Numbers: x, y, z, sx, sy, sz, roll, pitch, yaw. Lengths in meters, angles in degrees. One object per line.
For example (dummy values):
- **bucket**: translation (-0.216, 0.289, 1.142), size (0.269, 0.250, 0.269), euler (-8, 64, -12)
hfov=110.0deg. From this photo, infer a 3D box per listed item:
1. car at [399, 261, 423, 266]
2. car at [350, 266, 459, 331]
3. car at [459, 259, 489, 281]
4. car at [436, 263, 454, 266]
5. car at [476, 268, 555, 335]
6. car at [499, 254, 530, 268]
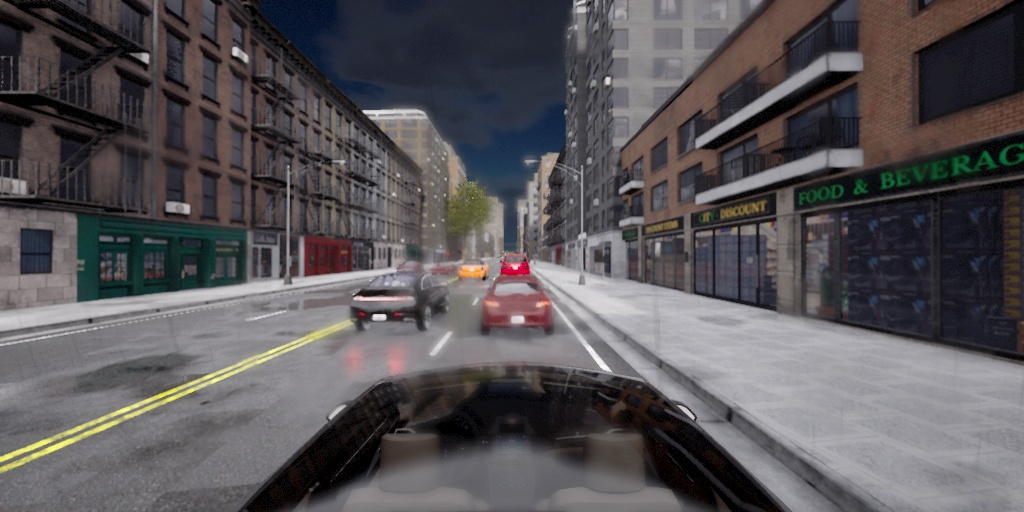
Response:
- **car**: translation (-9.692, 1.193, 34.350), size (1.812, 1.442, 4.674), euler (0, 0, 0)
- **car**: translation (-3.102, 1.215, 10.807), size (2.128, 1.511, 4.902), euler (0, 0, 0)
- **car**: translation (-3.016, 1.030, 29.095), size (2.097, 1.767, 4.553), euler (0, 0, 0)
- **car**: translation (-6.443, 1.270, 33.671), size (1.895, 1.301, 4.718), euler (0, 0, 0)
- **car**: translation (0.140, 1.250, 10.301), size (1.812, 1.442, 4.674), euler (0, 0, 0)
- **car**: translation (0.230, 0.903, 27.398), size (2.150, 2.045, 5.566), euler (0, 0, 0)
